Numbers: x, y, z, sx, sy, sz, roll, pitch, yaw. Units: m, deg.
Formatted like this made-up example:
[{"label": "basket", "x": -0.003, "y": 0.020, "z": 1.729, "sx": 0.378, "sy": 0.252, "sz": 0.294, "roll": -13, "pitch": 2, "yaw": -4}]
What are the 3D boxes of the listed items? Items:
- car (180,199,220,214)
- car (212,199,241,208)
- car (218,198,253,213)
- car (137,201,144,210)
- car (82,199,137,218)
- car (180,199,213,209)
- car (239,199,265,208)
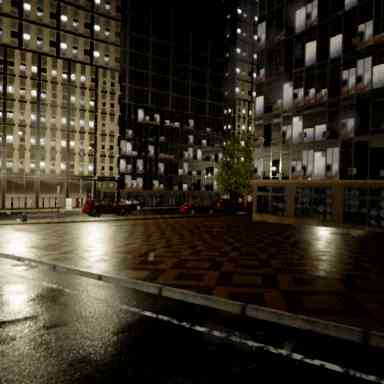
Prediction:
[{"label": "car", "x": 0.671, "y": 1.962, "z": 40.437, "sx": 4.507, "sy": 1.381, "sz": 1.887, "roll": 1, "pitch": 1, "yaw": -34}, {"label": "car", "x": 5.580, "y": 1.868, "z": 53.343, "sx": 4.313, "sy": 1.339, "sz": 1.947, "roll": 1, "pitch": 1, "yaw": -34}, {"label": "car", "x": 5.355, "y": 1.779, "z": 43.635, "sx": 5.009, "sy": 1.841, "sz": 2.192, "roll": 1, "pitch": 1, "yaw": -34}, {"label": "car", "x": -8.455, "y": 1.714, "z": 43.739, "sx": 4.403, "sy": 1.369, "sz": 2.008, "roll": 1, "pitch": 1, "yaw": -34}, {"label": "car", "x": -8.680, "y": 1.640, "z": 34.031, "sx": 5.009, "sy": 1.841, "sz": 2.192, "roll": 1, "pitch": 1, "yaw": -34}, {"label": "car", "x": 0.762, "y": 1.780, "z": 50.045, "sx": 4.829, "sy": 1.417, "sz": 1.752, "roll": 1, "pitch": 1, "yaw": -34}, {"label": "car", "x": 10.258, "y": 1.930, "z": 56.545, "sx": 4.206, "sy": 1.307, "sz": 1.802, "roll": 1, "pitch": 1, "yaw": -34}]
